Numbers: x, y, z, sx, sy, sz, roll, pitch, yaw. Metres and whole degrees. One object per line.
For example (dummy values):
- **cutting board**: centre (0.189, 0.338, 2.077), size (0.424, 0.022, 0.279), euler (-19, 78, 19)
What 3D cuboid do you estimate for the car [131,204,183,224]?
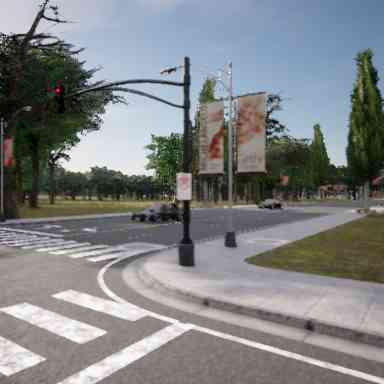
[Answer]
- **car**: centre (-2.378, 1.651, 26.540), size (2.033, 1.411, 5.357), euler (0, 0, 35)

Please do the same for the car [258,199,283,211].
- **car**: centre (10.675, 1.720, 45.110), size (1.882, 1.535, 5.008), euler (0, -1, 35)
